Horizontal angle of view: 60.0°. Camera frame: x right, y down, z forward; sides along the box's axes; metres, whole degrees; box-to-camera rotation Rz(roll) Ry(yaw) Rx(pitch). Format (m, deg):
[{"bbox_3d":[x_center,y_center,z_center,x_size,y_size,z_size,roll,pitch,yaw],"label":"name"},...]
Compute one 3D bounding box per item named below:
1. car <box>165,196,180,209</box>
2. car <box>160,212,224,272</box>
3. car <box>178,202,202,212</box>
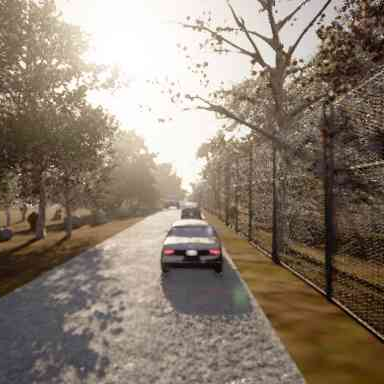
[{"bbox_3d":[-3.160,1.710,54.118,2.150,2.045,5.566,0,-1,0],"label":"car"},{"bbox_3d":[0.009,1.622,11.063,2.033,1.411,5.357,0,0,0],"label":"car"},{"bbox_3d":[-0.070,1.732,30.934,1.812,1.442,4.674,0,0,0],"label":"car"}]
